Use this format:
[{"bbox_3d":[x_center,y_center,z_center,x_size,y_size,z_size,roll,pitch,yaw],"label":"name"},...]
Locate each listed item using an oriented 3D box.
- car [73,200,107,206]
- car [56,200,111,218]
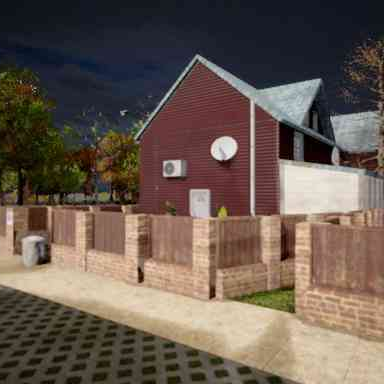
[{"bbox_3d":[-7.025,1.562,24.755,1.837,1.490,4.892,0,0,36],"label":"car"},{"bbox_3d":[-10.218,1.582,31.762,1.837,1.490,4.892,0,0,35],"label":"car"}]
